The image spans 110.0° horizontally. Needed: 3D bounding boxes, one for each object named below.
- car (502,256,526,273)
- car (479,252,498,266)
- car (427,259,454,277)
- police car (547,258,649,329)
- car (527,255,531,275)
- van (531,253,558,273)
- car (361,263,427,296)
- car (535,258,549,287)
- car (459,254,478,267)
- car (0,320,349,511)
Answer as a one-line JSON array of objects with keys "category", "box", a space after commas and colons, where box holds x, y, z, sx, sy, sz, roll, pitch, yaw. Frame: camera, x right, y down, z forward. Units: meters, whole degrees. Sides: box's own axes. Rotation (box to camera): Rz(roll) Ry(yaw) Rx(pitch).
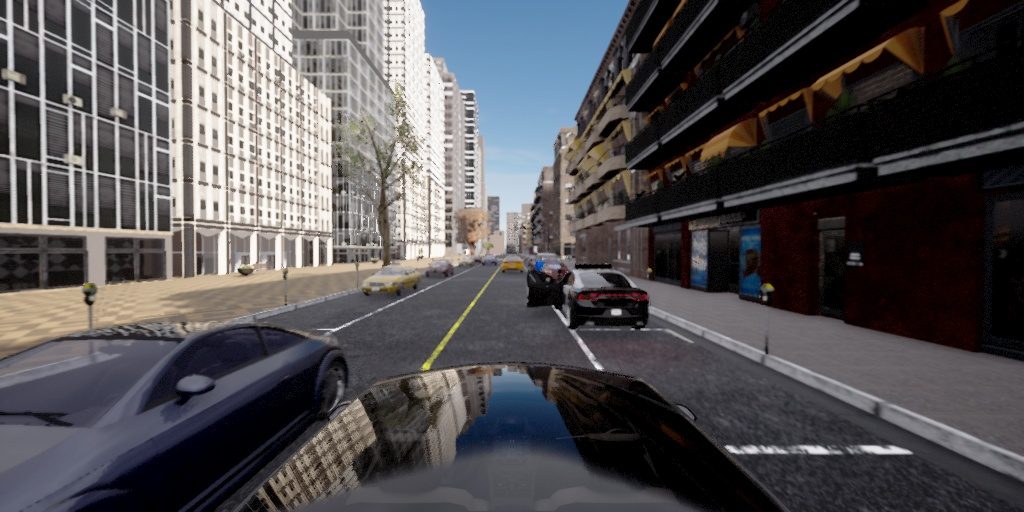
[{"category": "car", "box": [0.070, 0.727, 33.997, 1.882, 1.535, 5.008, 0, 1, 1]}, {"category": "car", "box": [-2.953, 0.572, 48.369, 1.812, 1.442, 4.674, 0, 1, 0]}, {"category": "car", "box": [-5.664, 0.914, 28.576, 1.802, 1.307, 4.207, 0, 0, 0]}, {"category": "police car", "box": [2.375, 1.032, 10.738, 1.930, 1.638, 5.238, 0, 1, 0]}, {"category": "car", "box": [2.721, 0.687, 34.098, 1.967, 1.591, 4.097, 0, 0, 0]}, {"category": "van", "box": [2.716, 0.673, 28.566, 1.690, 1.789, 3.998, 0, 0, 0]}, {"category": "car", "box": [-5.676, 1.027, 17.341, 1.751, 1.417, 4.829, 0, 0, 0]}, {"category": "car", "box": [2.710, 0.999, 23.035, 1.802, 1.307, 4.207, 0, 0, 0]}, {"category": "car", "box": [-5.648, 0.605, 45.001, 1.751, 1.417, 4.829, 0, 0, 0]}, {"category": "car", "box": [-3.099, 1.294, 2.935, 1.994, 1.385, 4.181, 0, 1, 0]}]
